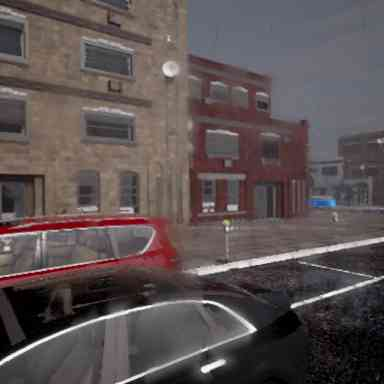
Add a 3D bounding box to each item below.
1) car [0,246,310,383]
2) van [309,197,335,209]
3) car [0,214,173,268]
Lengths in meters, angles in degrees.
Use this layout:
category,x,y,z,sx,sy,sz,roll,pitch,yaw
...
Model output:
category,x,y,z,sx,sy,sz,roll,pitch,yaw
car,-1.092,1.503,2.600,4.892,1.490,1.837,0,0,-35
van,19.831,1.582,50.938,1.690,1.788,3.998,-2,0,-36
car,-2.438,1.313,4.826,5.009,1.841,2.192,0,0,-35
